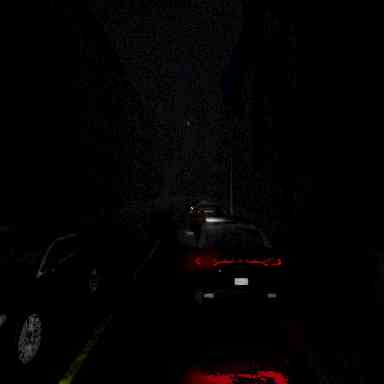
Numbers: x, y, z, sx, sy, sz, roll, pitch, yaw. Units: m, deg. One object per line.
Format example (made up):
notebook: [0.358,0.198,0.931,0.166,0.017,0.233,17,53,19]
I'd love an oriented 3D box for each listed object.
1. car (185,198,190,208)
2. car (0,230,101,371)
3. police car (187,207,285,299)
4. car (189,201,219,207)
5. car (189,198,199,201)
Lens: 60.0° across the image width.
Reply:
car: [0.022,1.565,47.278,1.994,1.385,4.181,0,0,1]
car: [-3.002,1.492,5.810,2.128,1.511,4.902,0,0,0]
police car: [0.898,1.426,8.636,1.930,1.638,5.238,0,0,0]
car: [0.897,1.479,18.525,1.882,1.535,5.008,0,0,0]
car: [0.897,1.457,24.716,1.801,1.575,5.366,0,0,0]
